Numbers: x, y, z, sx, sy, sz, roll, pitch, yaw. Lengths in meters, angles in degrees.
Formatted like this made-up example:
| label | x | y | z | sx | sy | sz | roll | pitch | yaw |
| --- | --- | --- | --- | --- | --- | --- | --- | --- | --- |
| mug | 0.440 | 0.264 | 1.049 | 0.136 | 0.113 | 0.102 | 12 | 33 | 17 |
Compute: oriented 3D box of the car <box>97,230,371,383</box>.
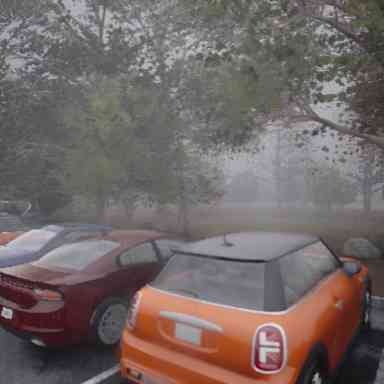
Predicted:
| label | x | y | z | sx | sy | sz | roll | pitch | yaw |
| --- | --- | --- | --- | --- | --- | --- | --- | --- | --- |
| car | 1.194 | 1.357 | 4.870 | 2.185 | 1.767 | 4.553 | 0 | 0 | 36 |

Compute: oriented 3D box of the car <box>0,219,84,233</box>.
| label | x | y | z | sx | sy | sz | roll | pitch | yaw |
| --- | --- | --- | --- | --- | --- | --- | --- | --- | --- |
| car | -3.320 | 1.529 | 8.132 | 2.002 | 1.452 | 4.674 | 0 | 0 | 36 |

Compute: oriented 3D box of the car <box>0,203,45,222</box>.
| label | x | y | z | sx | sy | sz | roll | pitch | yaw |
| --- | --- | --- | --- | --- | --- | --- | --- | --- | --- |
| car | -5.607 | 1.366 | 9.722 | 2.185 | 1.767 | 4.553 | 0 | 0 | 36 |

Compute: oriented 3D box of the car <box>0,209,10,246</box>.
| label | x | y | z | sx | sy | sz | roll | pitch | yaw |
| --- | --- | --- | --- | --- | --- | --- | --- | --- | --- |
| car | -10.108 | 1.525 | 13.006 | 2.163 | 1.488 | 4.792 | 0 | 0 | 36 |

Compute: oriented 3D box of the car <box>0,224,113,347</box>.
| label | x | y | z | sx | sy | sz | roll | pitch | yaw |
| --- | --- | --- | --- | --- | --- | --- | --- | --- | --- |
| car | -1.057 | 1.486 | 6.509 | 2.097 | 1.535 | 5.008 | 0 | 0 | 36 |

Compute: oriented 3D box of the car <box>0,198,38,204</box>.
| label | x | y | z | sx | sy | sz | roll | pitch | yaw |
| --- | --- | --- | --- | --- | --- | --- | --- | --- | --- |
| car | -7.872 | 1.243 | 11.341 | 2.435 | 2.045 | 5.566 | 0 | 0 | 36 |
